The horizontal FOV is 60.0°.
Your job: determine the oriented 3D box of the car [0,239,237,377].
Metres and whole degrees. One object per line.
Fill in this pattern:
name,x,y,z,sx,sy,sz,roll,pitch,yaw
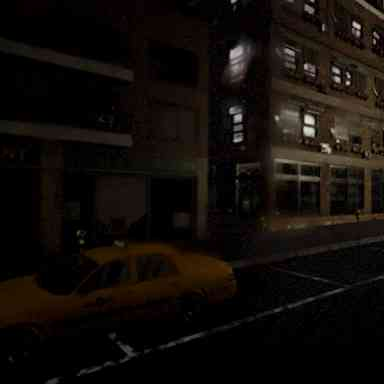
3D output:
car,-1.423,1.514,5.525,4.829,1.417,1.752,0,1,-35
